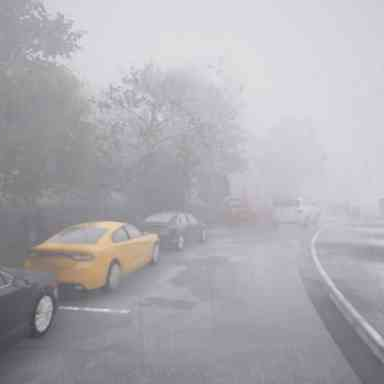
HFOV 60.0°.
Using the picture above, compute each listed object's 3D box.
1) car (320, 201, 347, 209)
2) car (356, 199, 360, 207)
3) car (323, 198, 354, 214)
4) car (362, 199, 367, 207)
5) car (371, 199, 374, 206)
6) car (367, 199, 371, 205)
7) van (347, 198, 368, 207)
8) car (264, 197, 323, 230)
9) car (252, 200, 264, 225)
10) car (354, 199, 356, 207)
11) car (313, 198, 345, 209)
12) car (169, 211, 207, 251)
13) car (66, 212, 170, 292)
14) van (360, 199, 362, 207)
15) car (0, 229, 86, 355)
[{"bbox_3d":[28.163,2.542,66.554,4.792,1.488,2.163,-2,-2,19],"label":"car"},{"bbox_3d":[33.704,2.695,73.435,4.792,1.488,2.163,-2,-2,19],"label":"car"},{"bbox_3d":[16.691,1.753,38.359,1.837,1.490,4.892,0,-1,11],"label":"car"},{"bbox_3d":[37.431,2.771,78.007,4.892,1.521,2.231,-2,-2,19],"label":"car"},{"bbox_3d":[42.966,2.978,84.883,4.674,1.452,2.002,-2,-2,19],"label":"car"},{"bbox_3d":[39.448,2.817,80.247,5.366,1.575,1.946,-2,-3,19],"label":"car"},{"bbox_3d":[41.003,2.659,82.641,4.442,1.987,1.878,-2,-2,19],"label":"van"},{"bbox_3d":[7.015,1.360,22.456,2.150,2.045,5.566,-1,-1,31],"label":"car"},{"bbox_3d":[7.769,1.738,29.951,2.097,1.535,5.008,-1,-1,38],"label":"car"},{"bbox_3d":[31.911,2.487,71.130,4.553,1.767,2.185,-2,-2,19],"label":"car"},{"bbox_3d":[26.369,2.209,64.260,5.566,2.045,2.435,-2,-2,19],"label":"car"},{"bbox_3d":[-0.791,1.616,14.828,2.231,1.521,4.892,-1,-1,20],"label":"car"},{"bbox_3d":[-2.395,1.555,9.317,2.097,1.535,5.008,0,0,12],"label":"car"},{"bbox_3d":[35.464,2.495,75.759,4.442,1.987,1.878,-2,-2,19],"label":"van"},{"bbox_3d":[-3.306,1.482,3.797,2.231,1.521,4.892,0,0,4],"label":"car"}]
